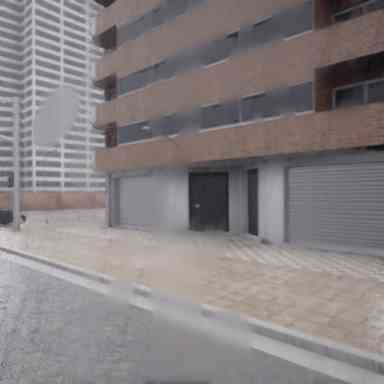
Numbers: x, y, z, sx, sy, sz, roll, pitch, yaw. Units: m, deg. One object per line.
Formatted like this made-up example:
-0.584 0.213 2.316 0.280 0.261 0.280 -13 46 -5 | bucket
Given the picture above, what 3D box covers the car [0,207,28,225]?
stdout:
-14.050 1.706 23.221 1.837 1.490 4.892 -3 -2 33 | car
